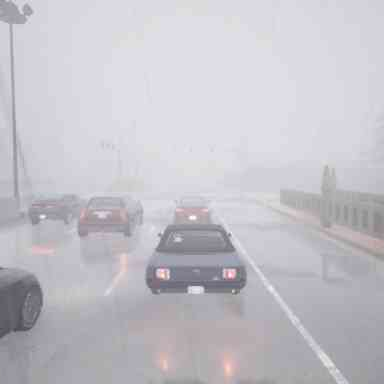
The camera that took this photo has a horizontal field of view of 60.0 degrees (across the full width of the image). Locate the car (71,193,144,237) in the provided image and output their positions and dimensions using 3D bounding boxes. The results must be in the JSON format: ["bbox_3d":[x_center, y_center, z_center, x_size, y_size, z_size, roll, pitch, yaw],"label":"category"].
[{"bbox_3d":[-3.467,0.830,14.931,2.097,1.767,4.553,0,3,0],"label":"car"}]

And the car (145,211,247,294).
[{"bbox_3d":[0.069,1.423,8.289,1.895,1.301,4.718,0,2,0],"label":"car"}]

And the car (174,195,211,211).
[{"bbox_3d":[0.022,0.864,17.361,1.812,1.442,4.674,0,3,0],"label":"car"}]

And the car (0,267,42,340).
[{"bbox_3d":[-3.415,1.483,3.665,1.812,1.442,4.674,0,1,0],"label":"car"}]

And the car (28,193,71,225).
[{"bbox_3d":[-6.982,0.802,17.932,1.837,1.490,4.892,0,2,0],"label":"car"}]
